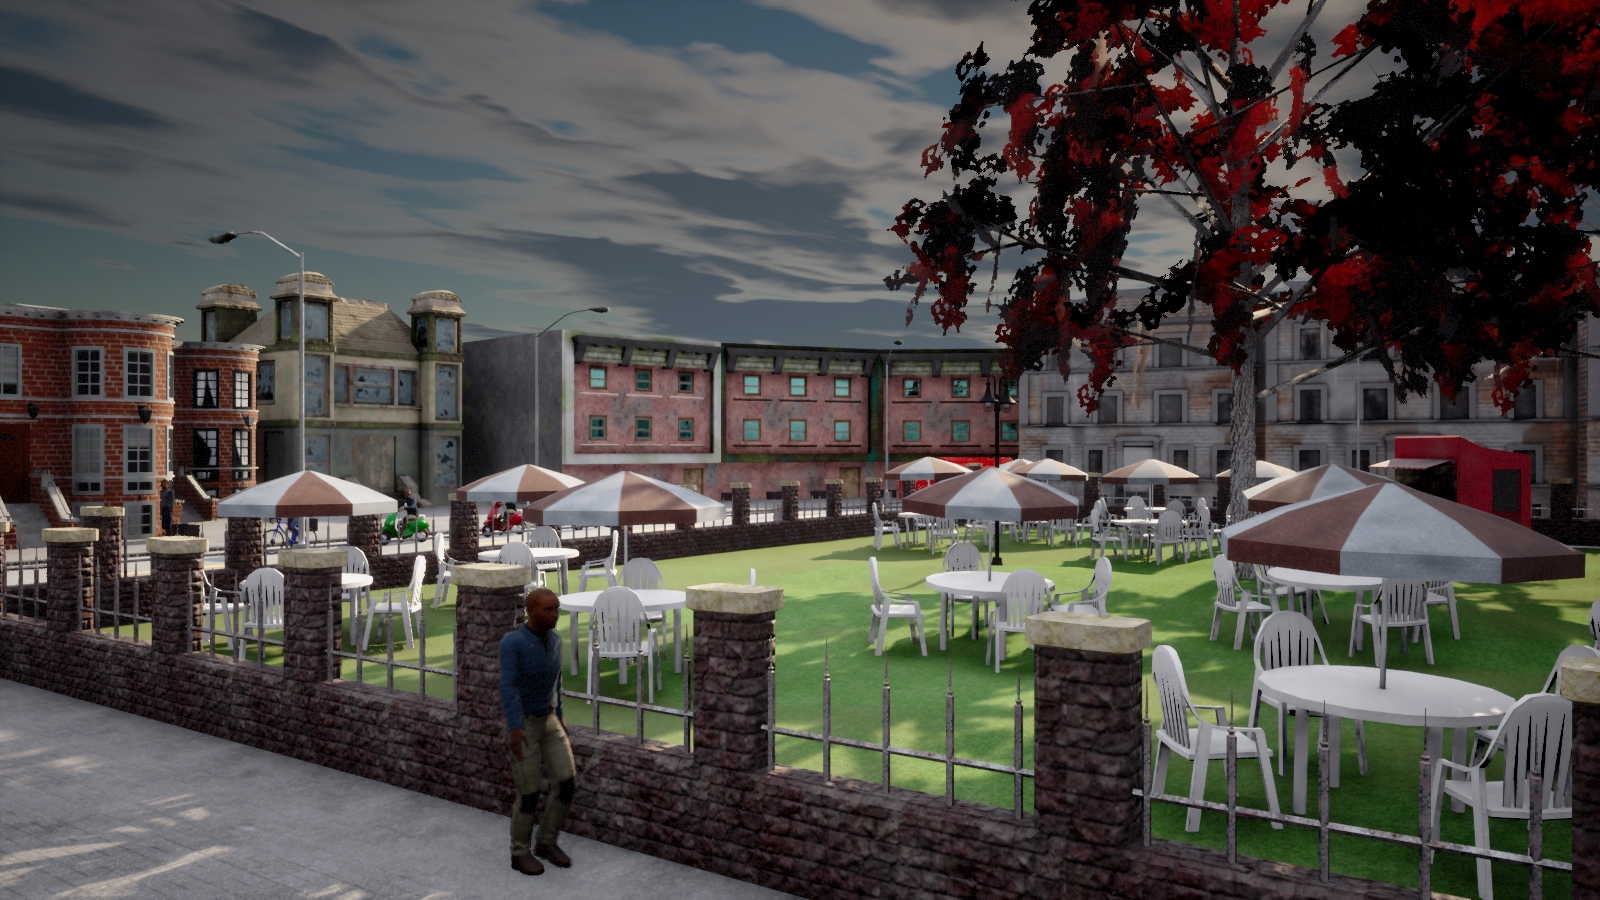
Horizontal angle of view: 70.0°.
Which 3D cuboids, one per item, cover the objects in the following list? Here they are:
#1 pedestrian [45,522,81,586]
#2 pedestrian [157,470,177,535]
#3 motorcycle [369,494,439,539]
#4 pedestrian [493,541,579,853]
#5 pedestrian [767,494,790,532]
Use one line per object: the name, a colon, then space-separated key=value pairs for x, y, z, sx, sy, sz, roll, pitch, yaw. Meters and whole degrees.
pedestrian: x=-13.466 y=1.887 z=20.879 sx=0.500 sy=1.100 sz=0.500 roll=0 pitch=0 yaw=-39
pedestrian: x=-18.359 y=1.512 z=33.152 sx=0.375 sy=1.860 sz=0.375 roll=0 pitch=0 yaw=30
motorcycle: x=-11.759 y=1.950 z=33.969 sx=0.856 sy=1.236 sz=1.805 roll=0 pitch=0 yaw=35
pedestrian: x=-1.665 y=1.522 z=7.211 sx=0.375 sy=1.860 sz=0.375 roll=0 pitch=0 yaw=35
pedestrian: x=-0.645 y=1.895 z=34.590 sx=0.500 sy=1.100 sz=0.500 roll=0 pitch=0 yaw=31
